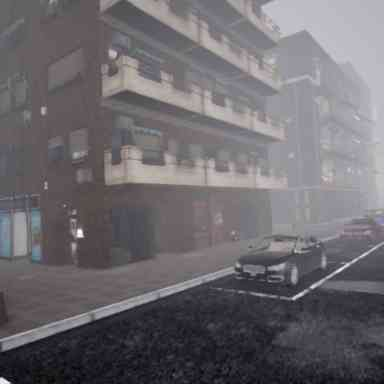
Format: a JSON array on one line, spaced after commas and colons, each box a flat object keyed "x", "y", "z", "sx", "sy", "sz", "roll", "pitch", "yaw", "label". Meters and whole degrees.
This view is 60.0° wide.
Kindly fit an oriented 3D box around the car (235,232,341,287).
[{"x": 3.007, "y": 2.004, "z": 10.704, "sx": 2.008, "sy": 1.369, "sz": 4.403, "roll": -5, "pitch": -4, "yaw": 38, "label": "car"}]

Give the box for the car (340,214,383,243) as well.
[{"x": 9.976, "y": 2.174, "z": 19.456, "sx": 1.802, "sy": 1.307, "sz": 4.206, "roll": -5, "pitch": -4, "yaw": 38, "label": "car"}]

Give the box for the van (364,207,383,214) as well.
[{"x": 13.449, "y": 2.003, "z": 23.845, "sx": 1.690, "sy": 1.788, "sz": 3.998, "roll": -5, "pitch": -4, "yaw": 38, "label": "van"}]
